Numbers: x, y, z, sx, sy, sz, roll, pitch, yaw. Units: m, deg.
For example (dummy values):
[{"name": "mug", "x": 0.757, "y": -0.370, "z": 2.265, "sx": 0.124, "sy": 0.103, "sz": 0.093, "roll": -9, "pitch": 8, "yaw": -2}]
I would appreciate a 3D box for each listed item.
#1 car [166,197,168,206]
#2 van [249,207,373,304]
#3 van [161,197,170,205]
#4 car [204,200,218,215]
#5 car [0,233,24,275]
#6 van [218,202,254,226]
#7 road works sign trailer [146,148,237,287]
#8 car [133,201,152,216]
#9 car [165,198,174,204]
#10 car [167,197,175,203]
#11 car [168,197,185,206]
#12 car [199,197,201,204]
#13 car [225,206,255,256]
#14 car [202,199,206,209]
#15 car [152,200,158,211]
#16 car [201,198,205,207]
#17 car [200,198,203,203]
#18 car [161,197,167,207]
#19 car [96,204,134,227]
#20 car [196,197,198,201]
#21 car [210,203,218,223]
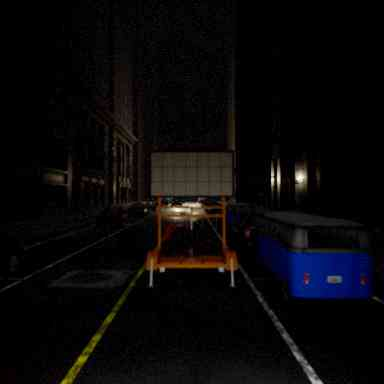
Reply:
[{"name": "car", "x": -5.896, "y": 2.031, "z": 69.942, "sx": 1.967, "sy": 1.590, "sz": 4.097, "roll": 1, "pitch": 0, "yaw": 0}, {"name": "van", "x": 2.673, "y": 1.417, "z": 8.085, "sx": 1.690, "sy": 1.788, "sz": 3.998, "roll": 1, "pitch": -1, "yaw": 0}, {"name": "van", "x": -5.898, "y": 1.974, "z": 75.567, "sx": 1.690, "sy": 1.788, "sz": 3.998, "roll": 1, "pitch": 0, "yaw": 0}, {"name": "car", "x": 2.652, "y": 1.873, "z": 36.206, "sx": 2.008, "sy": 1.369, "sz": 4.403, "roll": 1, "pitch": 0, "yaw": 0}, {"name": "car", "x": -5.855, "y": 1.621, "z": 8.074, "sx": 1.887, "sy": 1.381, "sz": 4.507, "roll": 1, "pitch": -1, "yaw": 0}, {"name": "van", "x": 2.665, "y": 1.517, "z": 19.335, "sx": 1.690, "sy": 1.788, "sz": 3.998, "roll": 1, "pitch": 0, "yaw": 0}, {"name": "road works sign trailer", "x": -0.006, "y": 0.554, "z": 9.551, "sx": 2.380, "sy": 3.560, "sz": 2.880, "roll": 0, "pitch": -1, "yaw": 0}, {"name": "car", "x": -5.874, "y": 1.873, "z": 36.195, "sx": 2.008, "sy": 1.369, "sz": 4.403, "roll": 1, "pitch": 0, "yaw": 0}, {"name": "car", "x": -5.909, "y": 2.282, "z": 86.814, "sx": 1.947, "sy": 1.339, "sz": 4.313, "roll": 1, "pitch": 0, "yaw": 0}, {"name": "car", "x": -5.911, "y": 2.198, "z": 92.439, "sx": 1.967, "sy": 1.590, "sz": 4.097, "roll": 1, "pitch": 0, "yaw": 0}, {"name": "car", "x": -3.046, "y": 1.915, "z": 66.223, "sx": 2.097, "sy": 1.767, "sz": 4.553, "roll": 0, "pitch": 0, "yaw": 0}, {"name": "car", "x": 2.636, "y": 2.049, "z": 58.704, "sx": 1.887, "sy": 1.381, "sz": 4.507, "roll": 1, "pitch": 0, "yaw": 0}, {"name": "car", "x": 2.668, "y": 1.567, "z": 13.708, "sx": 1.967, "sy": 1.590, "sz": 4.097, "roll": 1, "pitch": -1, "yaw": 0}, {"name": "car", "x": 2.648, "y": 1.914, "z": 41.831, "sx": 1.887, "sy": 1.381, "sz": 4.507, "roll": 1, "pitch": 0, "yaw": 0}, {"name": "car", "x": -5.881, "y": 1.939, "z": 47.273, "sx": 1.752, "sy": 1.417, "sz": 4.829, "roll": 1, "pitch": 0, "yaw": 0}, {"name": "car", "x": 2.644, "y": 1.960, "z": 47.454, "sx": 1.887, "sy": 1.381, "sz": 4.507, "roll": 1, "pitch": 0, "yaw": 0}, {"name": "car", "x": 2.640, "y": 2.005, "z": 53.079, "sx": 1.887, "sy": 1.381, "sz": 4.507, "roll": 1, "pitch": 0, "yaw": 0}, {"name": "car", "x": -5.890, "y": 2.087, "z": 58.692, "sx": 1.802, "sy": 1.307, "sz": 4.206, "roll": 1, "pitch": 0, "yaw": 0}, {"name": "car", "x": -5.866, "y": 1.771, "z": 24.947, "sx": 1.887, "sy": 1.381, "sz": 4.507, "roll": 1, "pitch": -1, "yaw": 0}, {"name": "car", "x": 2.621, "y": 2.219, "z": 81.203, "sx": 1.887, "sy": 1.381, "sz": 4.507, "roll": 1, "pitch": 0, "yaw": 0}, {"name": "car", "x": 2.659, "y": 1.776, "z": 24.957, "sx": 2.008, "sy": 1.369, "sz": 4.403, "roll": 1, "pitch": 0, "yaw": 0}]
